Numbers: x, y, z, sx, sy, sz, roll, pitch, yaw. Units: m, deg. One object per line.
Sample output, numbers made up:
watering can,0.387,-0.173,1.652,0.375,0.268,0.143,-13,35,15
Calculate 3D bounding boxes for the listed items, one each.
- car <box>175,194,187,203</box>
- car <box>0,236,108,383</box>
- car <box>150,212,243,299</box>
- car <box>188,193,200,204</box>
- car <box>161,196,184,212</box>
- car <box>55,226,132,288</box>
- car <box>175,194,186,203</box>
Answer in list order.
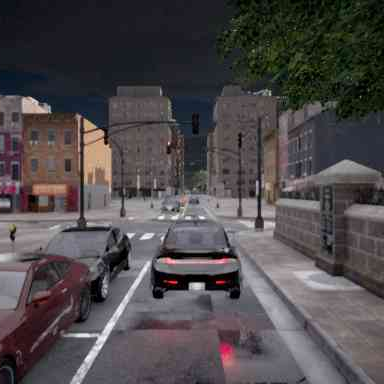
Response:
car,-2.180,1.282,65.219,2.097,1.767,4.553,0,0,1
car,-2.631,1.578,4.565,1.802,1.307,4.206,0,0,0
car,0.095,1.484,8.405,2.128,1.511,4.902,0,0,0
car,0.360,1.461,60.437,1.812,1.442,4.674,0,0,0
car,-2.239,1.455,35.781,2.128,1.511,4.902,0,0,0
car,-2.627,1.559,8.228,1.947,1.339,4.313,0,0,0
car,-2.230,1.302,50.003,2.097,1.767,4.553,0,0,0
